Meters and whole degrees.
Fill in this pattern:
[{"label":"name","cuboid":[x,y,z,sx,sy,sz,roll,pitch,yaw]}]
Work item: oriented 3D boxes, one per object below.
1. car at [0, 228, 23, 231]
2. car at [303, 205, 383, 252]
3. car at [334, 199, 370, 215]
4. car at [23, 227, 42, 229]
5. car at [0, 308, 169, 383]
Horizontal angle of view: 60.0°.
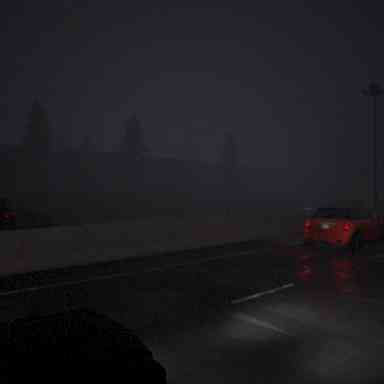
[{"label":"car","cuboid":[-10.424,1.222,13.829,5.566,2.045,2.150,0,0,-36]},{"label":"car","cuboid":[6.718,1.361,14.358,4.553,1.767,2.097,0,0,-43]},{"label":"car","cuboid":[17.260,1.513,35.836,2.128,1.511,4.902,0,0,43]},{"label":"car","cuboid":[-10.448,1.550,18.140,5.357,1.411,2.033,0,0,-37]},{"label":"car","cuboid":[-2.455,1.600,2.108,4.718,1.301,1.895,0,0,-36]}]
